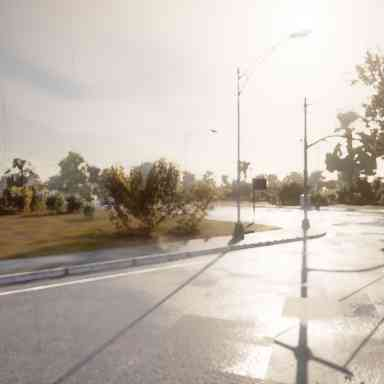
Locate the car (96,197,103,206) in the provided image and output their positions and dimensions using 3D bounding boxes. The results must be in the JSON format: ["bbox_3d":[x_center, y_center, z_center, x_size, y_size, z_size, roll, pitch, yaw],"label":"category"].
[{"bbox_3d":[-11.764,1.396,48.797,2.128,1.511,4.902,0,0,-38],"label":"car"}]

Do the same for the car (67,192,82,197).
[{"bbox_3d":[-28.536,1.411,81.729,2.033,1.411,5.357,0,0,-37],"label":"car"}]

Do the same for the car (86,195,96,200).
[{"bbox_3d":[-25.768,1.448,83.872,1.895,1.301,4.718,0,0,-37],"label":"car"}]
